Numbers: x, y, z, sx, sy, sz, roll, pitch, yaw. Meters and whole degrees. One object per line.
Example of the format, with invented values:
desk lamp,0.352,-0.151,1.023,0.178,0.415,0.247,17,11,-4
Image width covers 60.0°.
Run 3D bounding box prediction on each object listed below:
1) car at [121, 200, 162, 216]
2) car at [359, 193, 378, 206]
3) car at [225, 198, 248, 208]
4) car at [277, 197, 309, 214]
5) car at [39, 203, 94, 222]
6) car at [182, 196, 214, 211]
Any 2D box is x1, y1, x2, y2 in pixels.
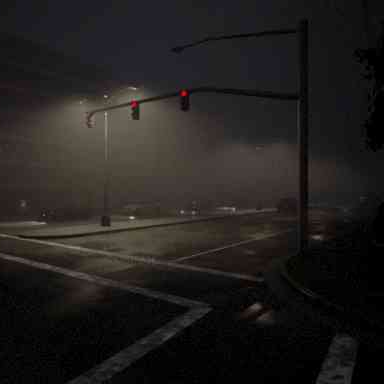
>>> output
car,-4.951,1.524,33.467,1.812,1.442,4.674,0,0,36
car,28.732,1.221,54.038,2.150,2.045,5.566,0,0,36
car,6.616,1.564,49.394,1.994,1.385,4.181,0,0,35
car,10.700,1.352,35.126,2.097,1.767,4.553,0,0,36
car,-9.941,1.564,26.585,1.994,1.385,4.181,0,0,36
car,0.779,1.352,41.364,2.097,1.767,4.553,0,0,36
